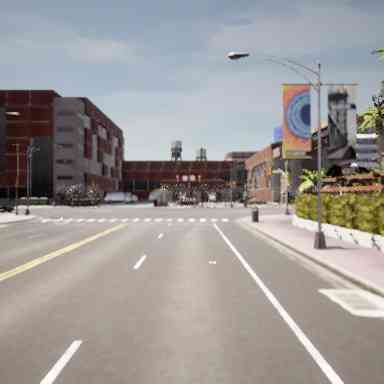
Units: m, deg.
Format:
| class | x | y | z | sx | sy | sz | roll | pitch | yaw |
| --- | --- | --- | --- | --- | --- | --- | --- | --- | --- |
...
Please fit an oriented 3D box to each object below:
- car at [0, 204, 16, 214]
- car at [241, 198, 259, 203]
| class | x | y | z | sx | sy | sz | roll | pitch | yaw |
| --- | --- | --- | --- | --- | --- | --- | --- | --- | --- |
| car | -24.895 | 2.005 | 41.968 | 4.718 | 1.301 | 1.895 | 0 | -1 | 1 |
| car | 16.049 | 2.396 | 92.118 | 4.786 | 1.482 | 2.161 | 0 | -1 | 0 |
